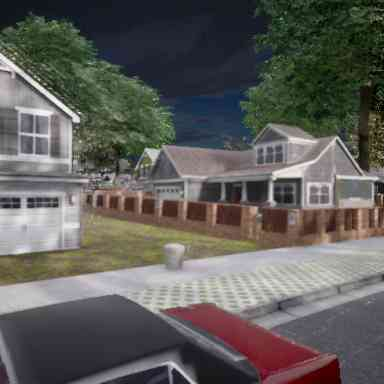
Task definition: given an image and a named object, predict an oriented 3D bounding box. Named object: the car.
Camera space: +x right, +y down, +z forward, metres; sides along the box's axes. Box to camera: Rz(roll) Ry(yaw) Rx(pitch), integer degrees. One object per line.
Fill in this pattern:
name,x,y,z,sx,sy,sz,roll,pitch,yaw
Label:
car,-1.125,1.598,2.242,4.718,1.301,1.895,0,0,-35
